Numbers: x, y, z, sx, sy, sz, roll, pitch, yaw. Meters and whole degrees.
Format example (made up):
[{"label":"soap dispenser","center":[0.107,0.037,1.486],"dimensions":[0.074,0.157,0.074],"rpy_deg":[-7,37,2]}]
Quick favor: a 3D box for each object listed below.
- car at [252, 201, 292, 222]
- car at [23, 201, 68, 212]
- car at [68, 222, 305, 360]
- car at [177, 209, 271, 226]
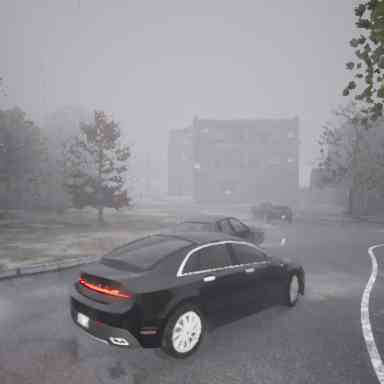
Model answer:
[{"label":"car","center":[5.976,1.477,25.549],"dimensions":[1.837,1.490,4.892],"rpy_deg":[1,0,-9]},{"label":"car","center":[-17.053,1.683,38.838],"dimensions":[4.718,1.301,1.895],"rpy_deg":[0,0,-4]},{"label":"car","center":[0.300,1.499,6.073],"dimensions":[4.892,1.490,1.837],"rpy_deg":[2,-1,-45]},{"label":"car","center":[0.793,1.547,11.667],"dimensions":[2.033,1.411,5.357],"rpy_deg":[0,0,33]}]
